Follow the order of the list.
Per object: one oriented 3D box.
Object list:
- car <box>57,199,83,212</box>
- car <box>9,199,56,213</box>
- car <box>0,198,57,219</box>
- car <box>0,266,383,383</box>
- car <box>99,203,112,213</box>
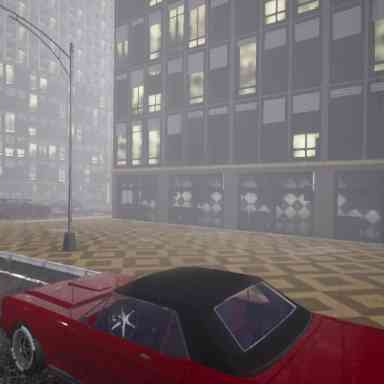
[{"bbox_3d":[-15.697,1.685,40.444,1.837,1.490,4.892,1,0,37],"label":"car"},{"bbox_3d":[-19.170,1.642,40.131,1.752,1.417,4.829,1,0,37],"label":"car"},{"bbox_3d":[-15.700,1.519,30.745,2.192,1.841,5.009,1,0,37],"label":"car"},{"bbox_3d":[-0.308,1.600,3.911,4.718,1.301,1.895,0,0,36],"label":"car"},{"bbox_3d":[-8.875,1.829,39.937,1.752,1.417,4.829,1,0,37],"label":"car"}]
